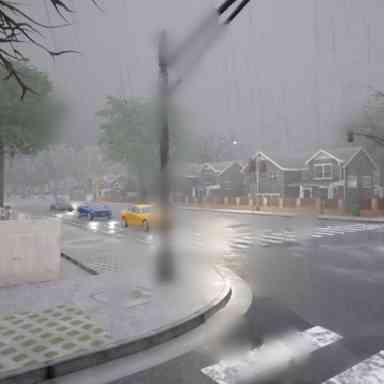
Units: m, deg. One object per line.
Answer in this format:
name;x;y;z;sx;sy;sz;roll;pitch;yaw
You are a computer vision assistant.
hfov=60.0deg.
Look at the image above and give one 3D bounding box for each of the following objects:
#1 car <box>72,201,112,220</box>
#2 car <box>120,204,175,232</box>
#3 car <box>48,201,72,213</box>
car;-8.855;1.622;29.943;1.882;1.535;5.008;-1;0;-35
car;-2.981;1.588;21.652;1.882;1.535;5.008;-1;0;-35
car;-15.637;1.733;39.530;2.033;1.411;5.357;-1;0;-35
